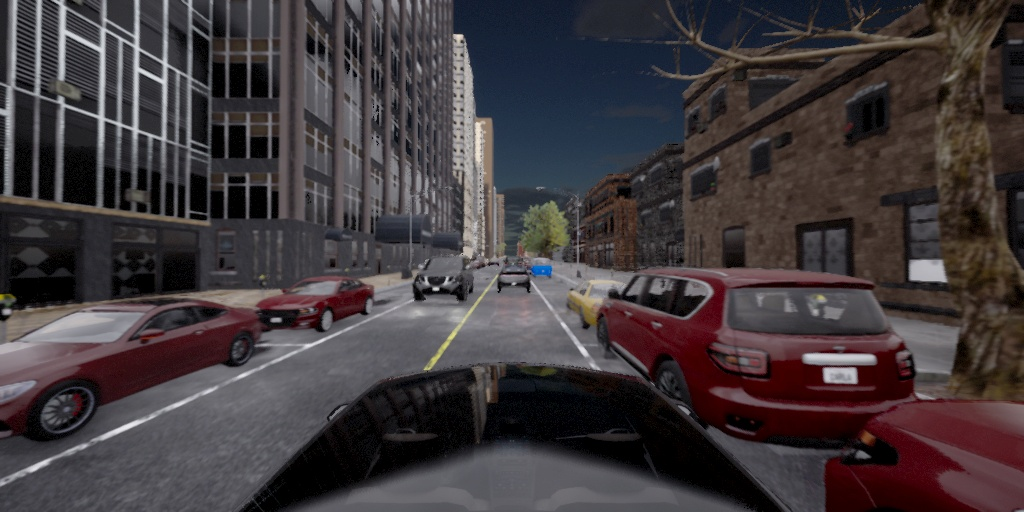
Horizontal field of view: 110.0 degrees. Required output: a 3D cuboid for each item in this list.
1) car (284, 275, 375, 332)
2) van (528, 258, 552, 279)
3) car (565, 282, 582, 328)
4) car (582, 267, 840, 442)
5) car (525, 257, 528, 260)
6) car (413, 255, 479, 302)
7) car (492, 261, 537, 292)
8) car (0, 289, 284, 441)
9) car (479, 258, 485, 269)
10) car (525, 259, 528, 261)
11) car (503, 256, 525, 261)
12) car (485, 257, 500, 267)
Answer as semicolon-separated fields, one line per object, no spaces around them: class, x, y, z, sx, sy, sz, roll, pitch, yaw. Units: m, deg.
car;-5.688;1.302;10.890;1.888;1.381;4.507;0;0;0
van;2.697;1.105;33.076;1.690;1.789;3.998;0;0;0
car;2.693;1.283;11.060;1.751;1.417;4.829;0;0;0
car;2.692;1.068;5.343;2.192;1.841;5.009;0;0;0
car;2.700;1.202;44.168;1.967;1.591;4.097;0;0;0
car;-3.097;0.982;17.350;2.150;2.045;5.566;0;0;0
car;0.103;1.254;21.283;2.128;1.511;4.902;0;0;0
car;-5.689;1.335;5.344;1.802;1.307;4.207;0;0;0
car;-5.679;1.340;55.262;1.802;1.307;4.207;0;0;0
car;2.699;1.329;38.622;1.948;1.339;4.313;0;0;0
car;0.109;0.985;41.680;2.150;2.045;5.566;0;0;0
car;-2.989;0.951;59.005;1.882;1.535;5.008;0;0;0
